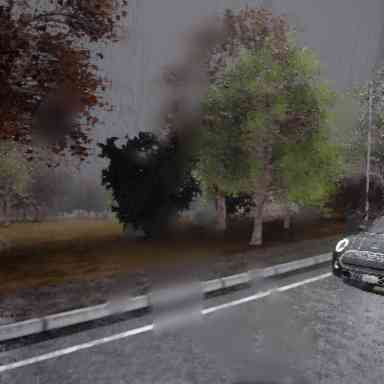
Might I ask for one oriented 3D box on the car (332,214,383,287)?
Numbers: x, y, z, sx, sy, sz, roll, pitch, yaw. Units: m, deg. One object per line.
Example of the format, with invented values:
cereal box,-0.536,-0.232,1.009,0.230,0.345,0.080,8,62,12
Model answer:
car,5.506,1.304,8.452,4.553,1.767,2.097,2,-1,-39
